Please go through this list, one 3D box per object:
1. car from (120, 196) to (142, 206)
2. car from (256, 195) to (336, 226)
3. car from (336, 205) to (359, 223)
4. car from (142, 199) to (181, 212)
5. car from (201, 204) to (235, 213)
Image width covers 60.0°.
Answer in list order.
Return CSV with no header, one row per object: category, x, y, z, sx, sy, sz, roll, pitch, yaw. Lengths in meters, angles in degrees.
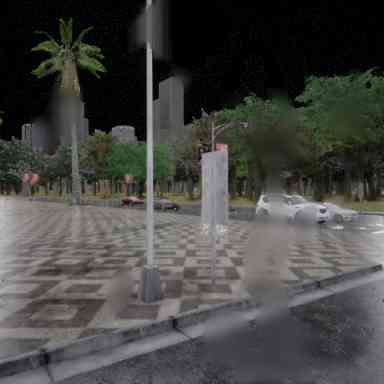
car,-9.689,1.429,53.065,1.882,1.535,5.008,0,0,-38
car,7.202,1.233,24.374,2.150,2.045,5.566,0,0,-35
car,10.318,1.522,25.585,1.812,1.442,4.674,0,0,-34
car,-3.444,1.540,39.314,2.033,1.411,5.357,0,0,-36
car,2.784,1.546,36.215,1.994,1.385,4.181,0,0,-36
